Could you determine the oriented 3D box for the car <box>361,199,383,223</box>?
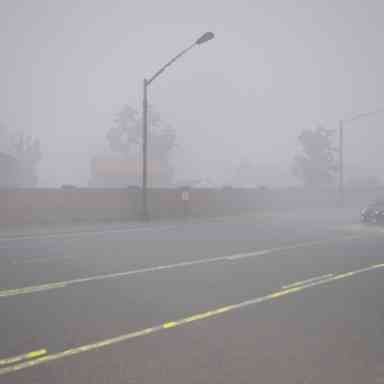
[{"bbox_3d":[13.431,1.218,22.598,4.553,1.767,2.097,-1,1,-36],"label":"car"}]
